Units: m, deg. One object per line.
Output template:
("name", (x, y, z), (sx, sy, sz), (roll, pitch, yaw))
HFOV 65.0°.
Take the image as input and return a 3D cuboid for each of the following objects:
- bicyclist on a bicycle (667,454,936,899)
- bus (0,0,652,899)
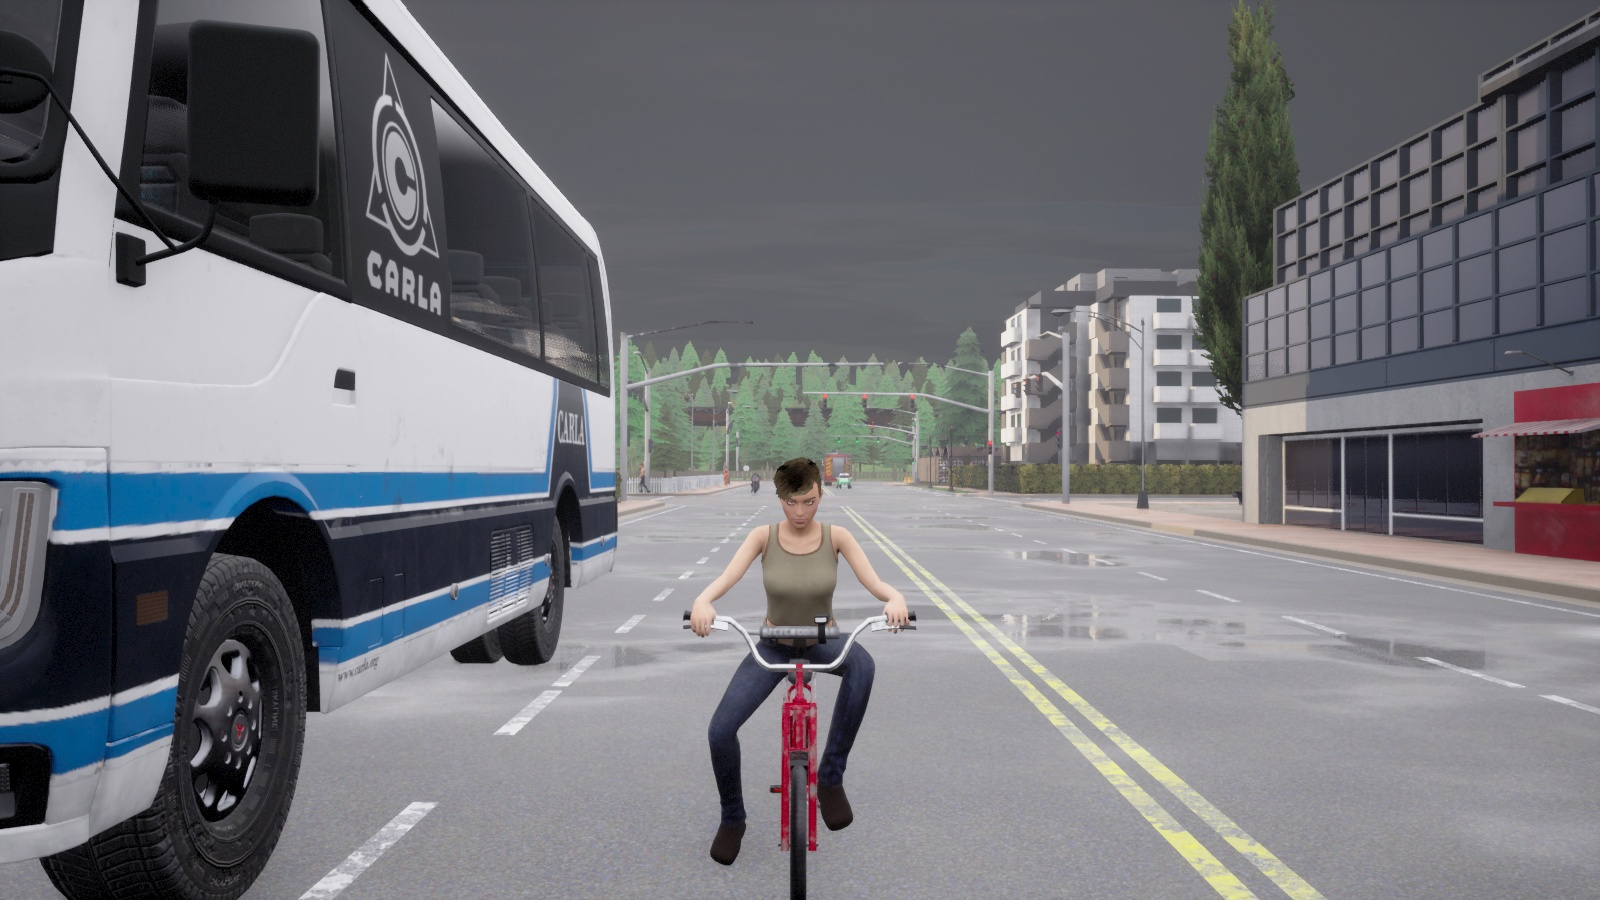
("bicyclist on a bicycle", (0.005, 0.832, 4.830), (0.866, 1.612, 1.509), (0, -1, 0))
("bus", (-3.490, -0.422, 7.526), (3.944, 4.253, 10.273), (0, -1, 0))
